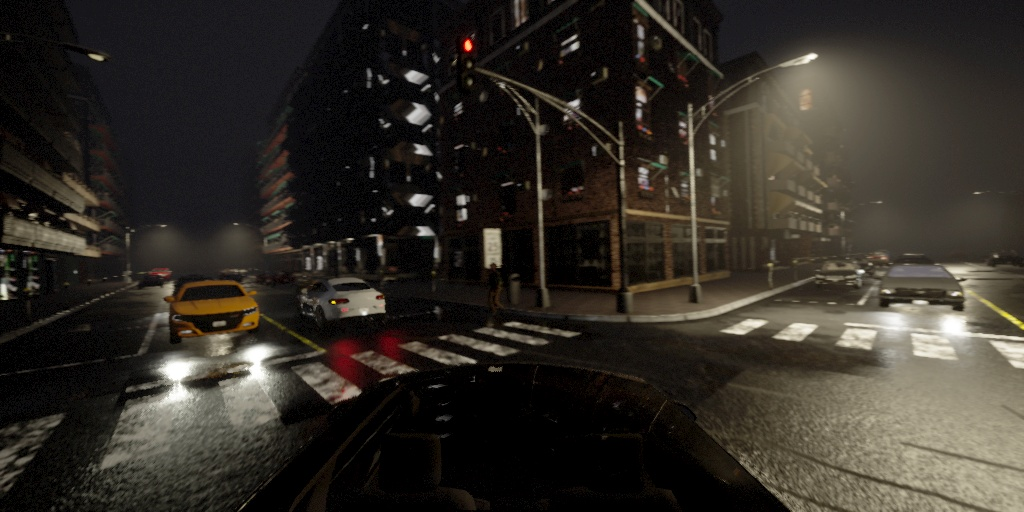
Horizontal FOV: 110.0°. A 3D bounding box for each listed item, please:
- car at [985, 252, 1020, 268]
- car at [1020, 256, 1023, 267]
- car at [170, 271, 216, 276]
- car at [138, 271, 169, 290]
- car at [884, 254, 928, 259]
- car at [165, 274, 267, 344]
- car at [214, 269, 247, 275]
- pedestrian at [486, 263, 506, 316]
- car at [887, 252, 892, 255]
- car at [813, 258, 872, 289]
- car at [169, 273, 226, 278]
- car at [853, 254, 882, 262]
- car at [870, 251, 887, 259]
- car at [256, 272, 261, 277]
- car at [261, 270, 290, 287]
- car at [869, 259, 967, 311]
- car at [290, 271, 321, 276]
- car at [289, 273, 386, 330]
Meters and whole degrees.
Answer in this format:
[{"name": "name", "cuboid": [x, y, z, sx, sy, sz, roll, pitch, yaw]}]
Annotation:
[{"name": "car", "cuboid": [44.090, 0.304, 32.115, 4.403, 1.370, 2.007, 0, 0, -43]}, {"name": "car", "cuboid": [31.500, 0.563, 20.562, 4.403, 1.370, 2.007, 0, 0, -43]}, {"name": "car", "cuboid": [-23.120, 2.025, 25.976, 2.033, 1.411, 5.357, -2, 0, -43]}, {"name": "car", "cuboid": [-34.185, 2.428, 34.075, 1.802, 1.307, 4.207, 0, 0, -43]}, {"name": "car", "cuboid": [21.591, 0.795, 19.320, 4.674, 1.442, 1.812, -1, 0, -42]}, {"name": "car", "cuboid": [-9.184, 1.510, 10.986, 1.882, 1.535, 5.008, -2, 0, -43]}, {"name": "car", "cuboid": [-29.735, 2.303, 37.769, 1.895, 1.301, 4.718, -2, 0, -43]}, {"name": "pedestrian", "cuboid": [-0.567, 1.053, 11.938, 0.375, 1.860, 0.375, -2, 0, -43]}, {"name": "car", "cuboid": [29.235, 0.600, 26.228, 4.902, 1.511, 2.128, -1, 0, -43]}, {"name": "car", "cuboid": [17.434, 0.929, 19.027, 4.403, 1.370, 2.007, 0, 0, -43]}, {"name": "car", "cuboid": [-15.935, 1.808, 18.250, 1.994, 1.385, 4.181, -2, 0, -43]}, {"name": "car", "cuboid": [25.828, 0.753, 26.729, 4.403, 1.370, 2.007, 0, 0, -43]}, {"name": "car", "cuboid": [38.293, 0.469, 38.167, 4.829, 1.417, 1.751, 0, 0, -43]}, {"name": "car", "cuboid": [-24.185, 2.064, 35.628, 1.888, 1.381, 4.507, 0, 0, -43]}, {"name": "car", "cuboid": [-20.329, 1.935, 31.485, 1.888, 1.381, 4.507, 0, 0, -43]}, {"name": "car", "cuboid": [14.268, 0.971, 12.625, 5.357, 1.411, 2.033, -1, 0, -42]}, {"name": "car", "cuboid": [-12.733, 1.663, 23.324, 1.751, 1.417, 4.829, 0, 0, -43]}, {"name": "car", "cuboid": [-5.835, 1.451, 12.085, 1.812, 1.442, 4.674, -2, 0, -42]}]
